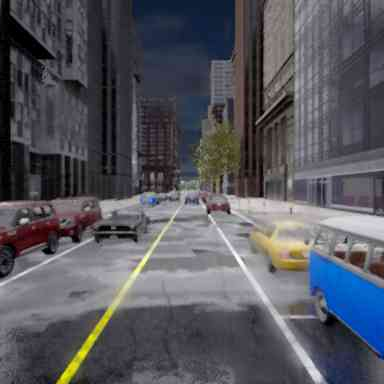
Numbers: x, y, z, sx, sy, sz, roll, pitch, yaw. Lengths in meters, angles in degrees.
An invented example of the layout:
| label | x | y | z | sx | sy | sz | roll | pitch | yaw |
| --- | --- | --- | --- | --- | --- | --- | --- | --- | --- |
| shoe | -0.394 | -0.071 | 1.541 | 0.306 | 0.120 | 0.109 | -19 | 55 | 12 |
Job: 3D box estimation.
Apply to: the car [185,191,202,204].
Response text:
| label | x | y | z | sx | sy | sz | roll | pitch | yaw |
| --- | --- | --- | --- | --- | --- | --- | --- | --- | --- |
| car | -0.007 | 0.927 | 50.290 | 2.097 | 1.767 | 4.553 | 0 | 0 | 0 |

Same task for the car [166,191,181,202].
| label | x | y | z | sx | sy | sz | roll | pitch | yaw |
| --- | --- | --- | --- | --- | --- | --- | --- | --- | --- |
| car | -3.059 | 1.023 | 58.657 | 1.837 | 1.490 | 4.892 | 0 | 0 | 1 |

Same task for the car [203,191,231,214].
| label | x | y | z | sx | sy | sz | roll | pitch | yaw |
| --- | --- | --- | --- | --- | --- | --- | --- | --- | --- |
| car | 2.379 | 1.081 | 31.146 | 2.097 | 1.767 | 4.553 | 0 | 1 | 0 |

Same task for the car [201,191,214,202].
| label | x | y | z | sx | sy | sz | roll | pitch | yaw |
| --- | --- | --- | --- | --- | --- | --- | --- | --- | --- |
| car | 2.843 | 0.819 | 60.791 | 2.192 | 1.841 | 5.009 | 0 | 0 | 0 |

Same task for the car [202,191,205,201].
| label | x | y | z | sx | sy | sz | roll | pitch | yaw |
| --- | --- | --- | --- | --- | --- | --- | --- | --- | --- |
| car | 2.845 | 0.857 | 55.152 | 2.192 | 1.841 | 5.009 | 0 | 0 | 0 |

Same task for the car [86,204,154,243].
| label | x | y | z | sx | sy | sz | roll | pitch | yaw |
| --- | --- | --- | --- | --- | --- | --- | --- | --- | --- |
| car | -3.104 | 1.472 | 15.411 | 1.895 | 1.301 | 4.718 | 0 | 1 | 0 |

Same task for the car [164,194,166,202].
| label | x | y | z | sx | sy | sz | roll | pitch | yaw |
| --- | --- | --- | --- | --- | --- | --- | --- | --- | --- |
| car | -5.682 | 0.944 | 60.804 | 1.967 | 1.590 | 4.097 | 0 | 0 | 0 |

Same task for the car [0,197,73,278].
| label | x | y | z | sx | sy | sz | roll | pitch | yaw |
| --- | --- | --- | --- | --- | --- | --- | --- | --- | --- |
| car | -5.669 | 1.232 | 10.054 | 2.192 | 1.841 | 5.009 | 0 | 0 | 0 |

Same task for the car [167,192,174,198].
| label | x | y | z | sx | sy | sz | roll | pitch | yaw |
| --- | --- | --- | --- | --- | --- | --- | --- | --- | --- |
| car | -5.690 | 0.850 | 88.828 | 1.752 | 1.417 | 4.829 | 0 | 0 | 0 |

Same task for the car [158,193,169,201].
| label | x | y | z | sx | sy | sz | roll | pitch | yaw |
| --- | --- | --- | --- | --- | --- | --- | --- | --- | --- |
| car | -5.684 | 1.012 | 66.443 | 1.887 | 1.381 | 4.507 | 0 | 0 | 0 |

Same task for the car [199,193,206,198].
| label | x | y | z | sx | sy | sz | roll | pitch | yaw |
| --- | --- | --- | --- | --- | --- | --- | --- | --- | --- |
| car | 2.835 | 0.906 | 88.990 | 1.802 | 1.307 | 4.206 | 0 | 0 | 0 |

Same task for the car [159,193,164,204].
| label | x | y | z | sx | sy | sz | roll | pitch | yaw |
| --- | --- | --- | --- | --- | --- | --- | --- | --- | --- |
| car | -5.679 | 1.147 | 49.526 | 1.947 | 1.339 | 4.313 | 0 | 0 | 0 |

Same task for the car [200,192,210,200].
| label | x | y | z | sx | sy | sz | roll | pitch | yaw |
| --- | --- | --- | --- | --- | --- | --- | --- | --- | --- |
| car | 2.841 | 0.870 | 72.071 | 1.967 | 1.590 | 4.097 | 0 | 0 | 0 |

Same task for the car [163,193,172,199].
| label | x | y | z | sx | sy | sz | roll | pitch | yaw |
| --- | --- | --- | --- | --- | --- | --- | --- | --- | --- |
| car | -5.686 | 0.975 | 77.721 | 1.802 | 1.307 | 4.206 | 0 | 0 | 0 |

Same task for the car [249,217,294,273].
| label | x | y | z | sx | sy | sz | roll | pitch | yaw |
| --- | --- | --- | --- | --- | --- | --- | --- | --- | --- |
| car | 2.857 | 1.441 | 10.208 | 1.752 | 1.417 | 4.829 | 0 | 1 | 0 |

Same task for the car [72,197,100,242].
| label | x | y | z | sx | sy | sz | roll | pitch | yaw |
| --- | --- | --- | --- | --- | --- | --- | --- | --- | --- |
| car | -5.670 | 1.183 | 15.694 | 2.192 | 1.841 | 5.009 | 0 | 0 | 0 |

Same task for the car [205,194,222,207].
| label | x | y | z | sx | sy | sz | roll | pitch | yaw |
| --- | --- | --- | --- | --- | --- | --- | --- | --- | --- |
| car | 2.848 | 1.064 | 43.873 | 1.967 | 1.590 | 4.097 | 0 | 0 | 0 |

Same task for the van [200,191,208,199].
| label | x | y | z | sx | sy | sz | roll | pitch | yaw |
| --- | --- | --- | --- | --- | --- | --- | --- | --- | --- |
| van | 2.839 | 0.734 | 77.710 | 1.690 | 1.788 | 3.998 | 0 | 0 | 0 |

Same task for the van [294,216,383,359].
| label | x | y | z | sx | sy | sz | roll | pitch | yaw |
| --- | --- | --- | --- | --- | --- | --- | --- | --- | --- |
| van | 2.858 | 1.306 | 4.395 | 1.690 | 1.788 | 3.998 | 0 | 0 | 0 |

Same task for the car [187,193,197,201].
| label | x | y | z | sx | sy | sz | roll | pitch | yaw |
| --- | --- | --- | --- | --- | --- | --- | --- | --- | --- |
| car | -0.017 | 0.928 | 68.987 | 1.882 | 1.535 | 5.008 | 0 | 0 | 0 |

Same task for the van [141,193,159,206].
| label | x | y | z | sx | sy | sz | roll | pitch | yaw |
| --- | --- | --- | --- | --- | --- | --- | --- | --- | --- |
| van | -5.677 | 0.965 | 43.886 | 1.690 | 1.788 | 3.998 | 0 | 0 | 0 |

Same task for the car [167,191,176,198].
| label | x | y | z | sx | sy | sz | roll | pitch | yaw |
| --- | --- | --- | --- | --- | --- | --- | --- | --- | --- |
| car | -5.692 | 0.611 | 94.634 | 2.192 | 1.841 | 5.009 | 0 | 0 | 0 |
